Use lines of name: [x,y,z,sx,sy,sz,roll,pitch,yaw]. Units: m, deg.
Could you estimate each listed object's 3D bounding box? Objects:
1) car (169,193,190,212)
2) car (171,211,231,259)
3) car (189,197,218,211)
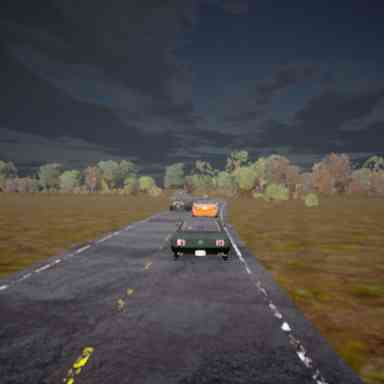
car: [-1.228,1.195,38.597,2.150,2.045,5.566,0,0,5]
car: [0.337,1.594,12.474,1.895,1.301,4.718,0,0,2]
car: [1.189,1.336,28.903,2.097,1.767,4.553,0,0,4]
